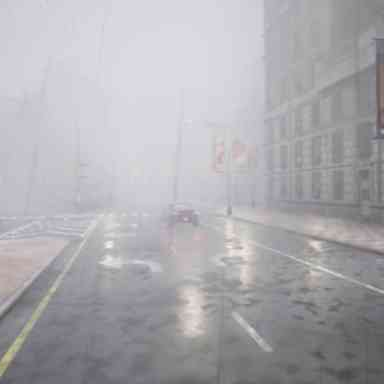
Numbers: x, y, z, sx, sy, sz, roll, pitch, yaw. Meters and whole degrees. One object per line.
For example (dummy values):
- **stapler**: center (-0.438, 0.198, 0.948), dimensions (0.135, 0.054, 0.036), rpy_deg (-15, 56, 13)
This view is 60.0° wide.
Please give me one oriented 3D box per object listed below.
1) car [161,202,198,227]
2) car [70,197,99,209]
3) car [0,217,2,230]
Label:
- **car**: center (-0.853, 1.398, 21.589), dimensions (1.812, 1.442, 4.674), rpy_deg (-1, 0, -13)
- **car**: center (-14.391, 1.402, 44.220), dimensions (4.902, 1.511, 2.128), rpy_deg (0, 0, 41)
- **car**: center (-11.987, 1.609, 18.095), dimensions (1.994, 1.385, 4.181), rpy_deg (-1, 0, -12)
